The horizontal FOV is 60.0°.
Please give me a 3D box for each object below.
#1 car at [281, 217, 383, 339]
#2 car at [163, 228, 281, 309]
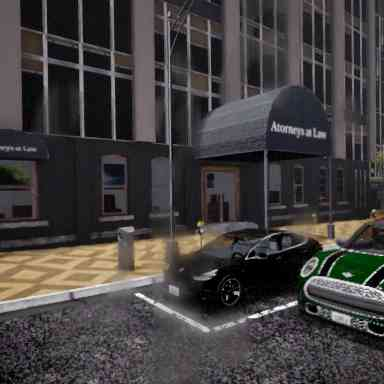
[{"bbox_3d":[4.085,1.349,6.476,4.553,1.767,2.097,0,0,-37],"label":"car"},{"bbox_3d":[1.380,1.564,7.856,4.313,1.339,1.947,0,-1,-37],"label":"car"}]
